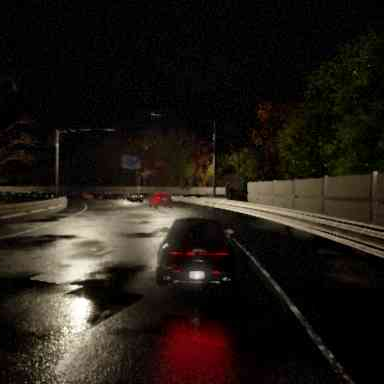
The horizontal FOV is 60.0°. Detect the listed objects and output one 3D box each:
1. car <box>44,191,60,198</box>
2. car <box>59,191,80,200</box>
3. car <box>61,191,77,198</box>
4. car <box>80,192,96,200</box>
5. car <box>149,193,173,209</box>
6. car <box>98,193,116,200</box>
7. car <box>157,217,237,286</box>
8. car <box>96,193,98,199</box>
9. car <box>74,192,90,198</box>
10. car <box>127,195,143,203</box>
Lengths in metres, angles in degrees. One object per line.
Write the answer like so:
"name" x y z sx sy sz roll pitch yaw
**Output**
"car" -33.526 0.839 81.168 2.033 1.411 5.357 0 0 -43
"car" -26.934 0.881 72.967 1.882 1.535 5.008 0 0 -36
"car" -31.019 0.669 83.609 2.097 1.767 4.553 0 0 -43
"car" -24.086 0.902 75.003 1.882 1.535 5.008 0 0 -36
"car" -3.881 1.090 41.033 2.150 2.045 5.566 1 0 -16
"car" -18.163 1.049 72.524 1.994 1.385 4.181 0 0 -35
"car" 0.132 1.466 9.325 1.837 1.490 4.892 1 0 1
"car" -21.226 0.923 77.019 1.882 1.535 5.008 0 0 -36
"car" -28.468 0.831 86.008 1.837 1.490 4.892 0 0 -43
"car" -9.925 1.249 57.381 1.895 1.301 4.718 1 0 -24
